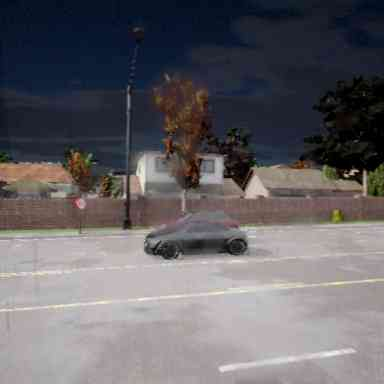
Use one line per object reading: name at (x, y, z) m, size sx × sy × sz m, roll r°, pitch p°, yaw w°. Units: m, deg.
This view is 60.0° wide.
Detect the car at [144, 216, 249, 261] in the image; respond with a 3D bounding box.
car at (0.173, 1.866, 13.492) m, size 4.181 × 1.385 × 1.994 m, roll 0°, pitch -1°, yaw -14°

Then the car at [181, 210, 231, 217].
car at (0.161, 1.734, 17.106) m, size 4.553 × 1.767 × 2.097 m, roll 0°, pitch -1°, yaw -14°
